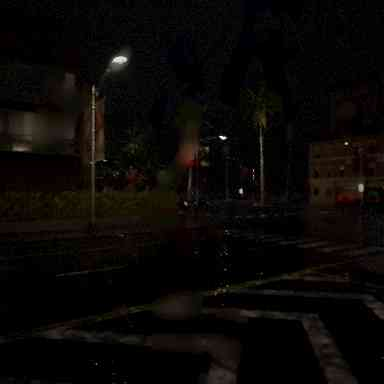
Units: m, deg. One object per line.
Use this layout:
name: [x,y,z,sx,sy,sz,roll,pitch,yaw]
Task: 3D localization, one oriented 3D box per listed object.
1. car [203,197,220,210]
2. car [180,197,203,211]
car: [1.657,1.418,43.970,2.097,1.767,4.553,0,0,-35]
car: [-1.184,1.409,41.920,2.097,1.767,4.553,0,0,-35]
